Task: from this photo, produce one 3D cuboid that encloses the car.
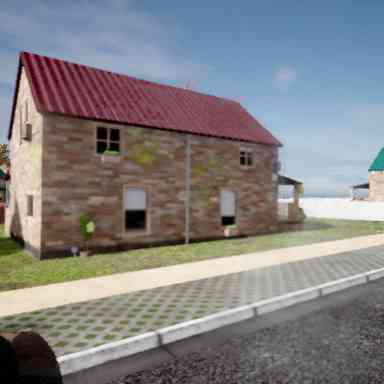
[{"bbox_3d":[-2.883,1.493,0.991,4.902,1.511,2.128,0,0,-35],"label":"car"}]
